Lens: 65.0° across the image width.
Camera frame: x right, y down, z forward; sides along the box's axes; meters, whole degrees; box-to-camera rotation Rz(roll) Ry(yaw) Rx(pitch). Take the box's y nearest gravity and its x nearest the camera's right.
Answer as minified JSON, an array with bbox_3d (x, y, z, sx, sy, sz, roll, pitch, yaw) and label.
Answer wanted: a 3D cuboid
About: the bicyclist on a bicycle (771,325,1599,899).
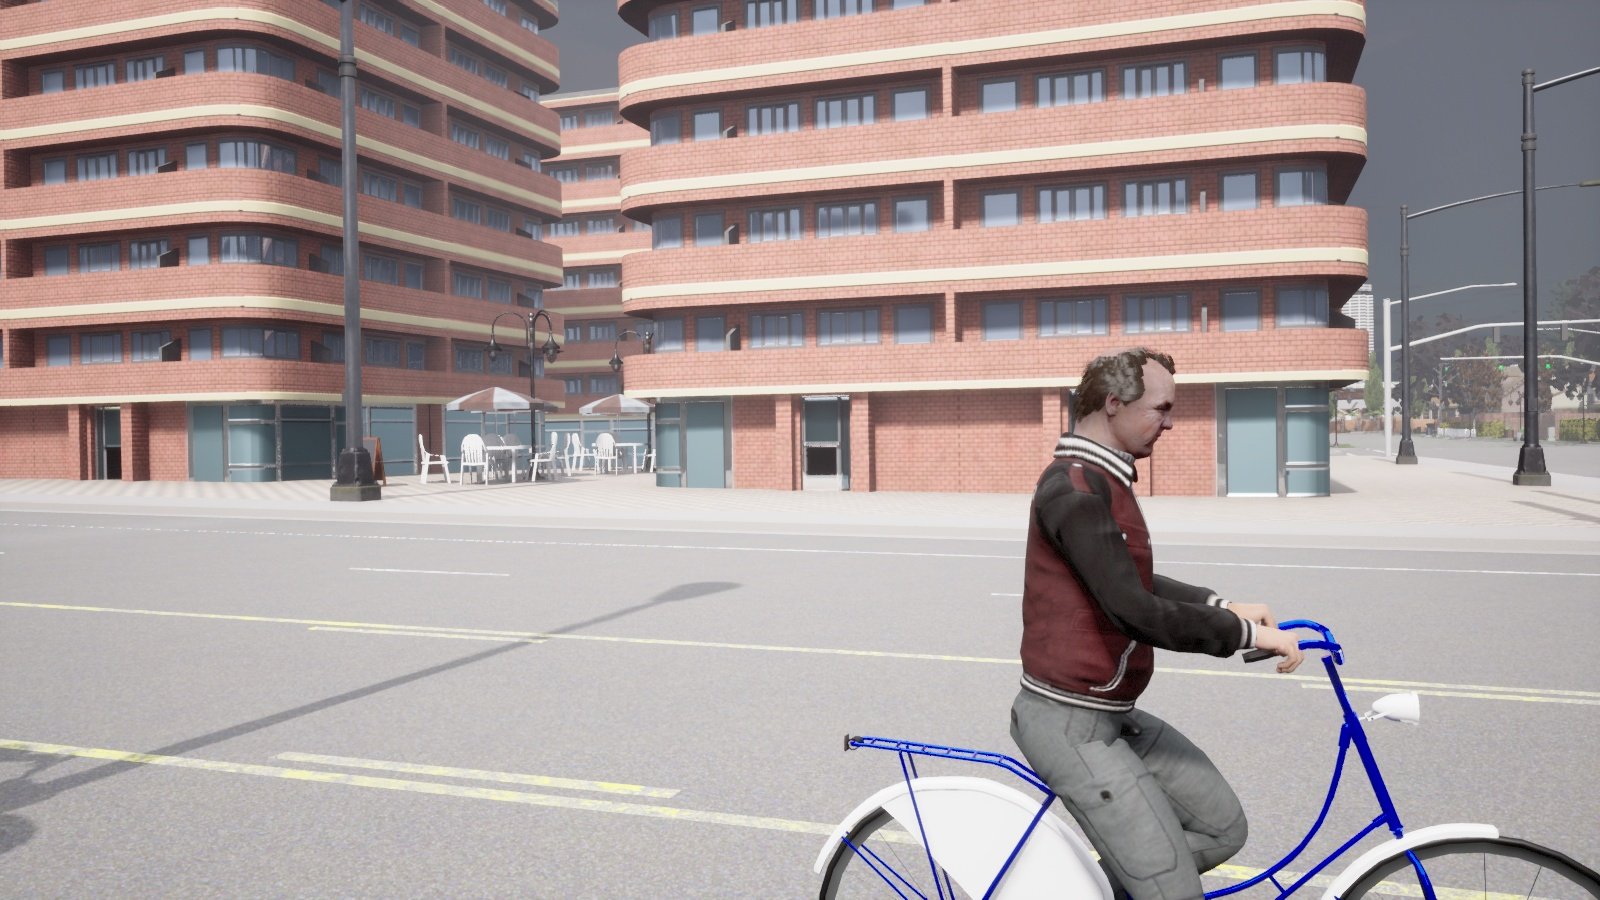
[{"bbox_3d":[0.914,0.654,2.814,1.843,1.776,0.659,0,1,18],"label":"bicyclist on a bicycle"}]
